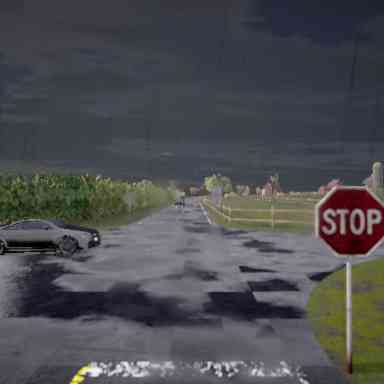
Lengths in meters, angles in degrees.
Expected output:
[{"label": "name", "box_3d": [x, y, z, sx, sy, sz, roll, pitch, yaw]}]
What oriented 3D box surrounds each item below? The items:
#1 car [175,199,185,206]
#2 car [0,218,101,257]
[{"label": "car", "box_3d": [-2.348, 2.015, 65.054, 2.033, 1.411, 5.357, 0, 0, 0]}, {"label": "car", "box_3d": [-5.837, 1.732, 13.248, 4.181, 1.385, 1.994, -1, -1, 0]}]
